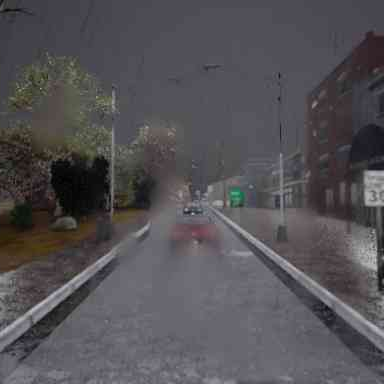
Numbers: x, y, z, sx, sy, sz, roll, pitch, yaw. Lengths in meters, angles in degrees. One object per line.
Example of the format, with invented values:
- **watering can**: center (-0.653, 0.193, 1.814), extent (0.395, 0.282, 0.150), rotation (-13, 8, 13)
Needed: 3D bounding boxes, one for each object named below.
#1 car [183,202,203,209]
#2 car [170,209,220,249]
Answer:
- **car**: center (0.090, 1.648, 32.069), extent (1.895, 1.301, 4.718), rotation (0, 0, 0)
- **car**: center (0.095, 1.622, 14.598), extent (1.895, 1.301, 4.718), rotation (0, 0, 0)
